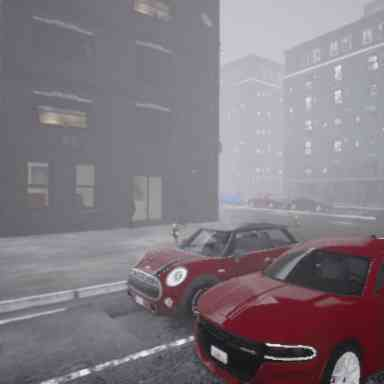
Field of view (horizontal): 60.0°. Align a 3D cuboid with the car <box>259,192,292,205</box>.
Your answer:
[{"bbox_3d":[11.646,0.888,46.569,1.967,1.590,4.097,2,0,-36],"label":"car"}]

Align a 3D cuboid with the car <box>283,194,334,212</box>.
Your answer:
[{"bbox_3d":[11.526,1.142,32.352,1.887,1.381,4.507,2,0,-36],"label":"car"}]

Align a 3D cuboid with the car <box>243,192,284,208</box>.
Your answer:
[{"bbox_3d":[8.247,1.036,36.991,1.887,1.381,4.507,2,0,-36],"label":"car"}]

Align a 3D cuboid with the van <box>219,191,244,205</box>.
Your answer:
[{"bbox_3d":[4.909,0.726,41.590,1.690,1.788,3.998,2,0,-36],"label":"van"}]

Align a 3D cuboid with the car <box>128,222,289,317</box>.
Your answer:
[{"bbox_3d":[0.681,1.437,7.194,4.097,1.590,1.967,0,1,-35],"label":"car"}]

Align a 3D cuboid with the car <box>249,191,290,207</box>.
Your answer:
[{"bbox_3d":[9.272,0.789,40.133,2.097,1.767,4.553,1,0,-36],"label":"car"}]

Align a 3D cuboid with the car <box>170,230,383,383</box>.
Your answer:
[{"bbox_3d":[2.326,1.474,5.028,5.008,1.535,1.882,0,0,-35],"label":"car"}]
